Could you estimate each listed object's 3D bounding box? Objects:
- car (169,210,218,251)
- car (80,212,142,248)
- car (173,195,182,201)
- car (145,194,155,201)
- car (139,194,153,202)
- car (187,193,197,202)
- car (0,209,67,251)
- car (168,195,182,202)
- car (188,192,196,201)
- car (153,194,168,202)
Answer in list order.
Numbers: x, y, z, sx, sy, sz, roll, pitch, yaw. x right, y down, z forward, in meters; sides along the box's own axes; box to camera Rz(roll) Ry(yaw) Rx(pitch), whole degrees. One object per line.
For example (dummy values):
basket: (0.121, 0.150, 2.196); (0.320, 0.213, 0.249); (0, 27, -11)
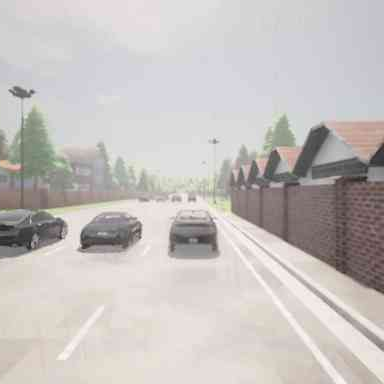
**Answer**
car: (0.069, 1.494, 14.110); (2.128, 1.511, 4.902); (0, 0, 0)
car: (-3.427, 1.565, 14.765); (1.994, 1.385, 4.181); (0, 0, 0)
car: (-3.509, 1.396, 83.719); (2.033, 1.411, 5.357); (0, 0, 0)
car: (-10.509, 1.334, 83.718); (1.882, 1.535, 5.008); (0, 0, 0)
car: (-10.508, 1.473, 73.299); (1.882, 1.535, 5.008); (0, 0, 0)
car: (-0.008, 1.475, 74.101); (1.882, 1.535, 5.008); (0, 0, 0)
car: (-6.931, 1.508, 14.161); (1.837, 1.490, 4.892); (0, 0, 0)
car: (-3.508, 1.352, 73.687); (2.097, 1.767, 4.553); (0, 0, 0)
car: (-0.009, 1.148, 84.580); (2.150, 2.045, 5.566); (0, 0, 0)
car: (-7.008, 1.591, 74.482); (1.895, 1.301, 4.718); (0, 0, 0)
